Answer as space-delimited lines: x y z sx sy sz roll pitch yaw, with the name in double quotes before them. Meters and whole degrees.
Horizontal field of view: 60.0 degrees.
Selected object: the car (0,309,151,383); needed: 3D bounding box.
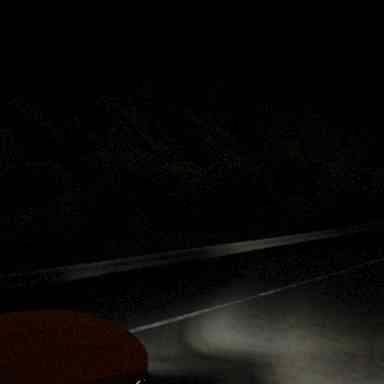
"car" -2.625 1.488 1.942 5.008 1.535 1.882 0 0 -35
